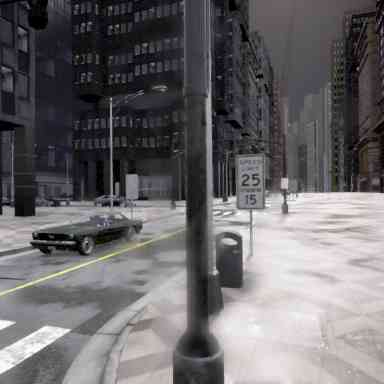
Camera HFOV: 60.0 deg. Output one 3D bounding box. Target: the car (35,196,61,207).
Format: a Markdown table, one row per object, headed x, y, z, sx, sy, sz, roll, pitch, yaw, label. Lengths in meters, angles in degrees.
| x | y | z | sx | sy | sz | roll | pitch | yaw | label |
| --- | --- | --- | --- | --- | --- | --- | --- | --- | --- |
| -18.015 | 1.231 | 40.215 | 4.181 | 1.385 | 1.994 | -1 | 0 | 19 | car |

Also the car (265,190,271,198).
| x | y | z | sx | sy | sz | roll | pitch | yaw | label |
| --- | --- | --- | --- | --- | --- | --- | --- | --- | --- |
| 14.684 | 0.429 | 66.601 | 2.128 | 1.511 | 4.902 | -1 | 1 | 19 | car |

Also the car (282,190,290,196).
| x | y | z | sx | sy | sz | roll | pitch | yaw | label |
| --- | --- | --- | --- | --- | --- | --- | --- | --- | --- |
| 23.918 | 0.252 | 84.317 | 1.895 | 1.301 | 4.718 | -1 | 0 | 19 | car |

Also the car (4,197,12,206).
| x | y | z | sx | sy | sz | roll | pitch | yaw | label |
| --- | --- | --- | --- | --- | --- | --- | --- | --- | --- |
| -27.384 | 1.339 | 46.802 | 4.181 | 1.385 | 1.994 | -1 | 0 | 20 | car |

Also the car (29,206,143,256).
| x | y | z | sx | sy | sz | roll | pitch | yaw | label |
| --- | --- | --- | --- | --- | --- | --- | --- | --- | --- |
| -3.772 | 1.456 | 12.735 | 1.895 | 1.301 | 4.718 | -1 | 1 | 19 | car |

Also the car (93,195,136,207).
| x | y | z | sx | sy | sz | roll | pitch | yaw | label |
| --- | --- | --- | --- | --- | --- | --- | --- | --- | --- |
| -8.584 | 1.065 | 36.965 | 4.902 | 1.511 | 2.128 | -1 | 0 | 19 | car |
